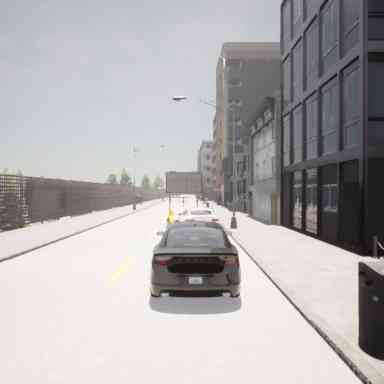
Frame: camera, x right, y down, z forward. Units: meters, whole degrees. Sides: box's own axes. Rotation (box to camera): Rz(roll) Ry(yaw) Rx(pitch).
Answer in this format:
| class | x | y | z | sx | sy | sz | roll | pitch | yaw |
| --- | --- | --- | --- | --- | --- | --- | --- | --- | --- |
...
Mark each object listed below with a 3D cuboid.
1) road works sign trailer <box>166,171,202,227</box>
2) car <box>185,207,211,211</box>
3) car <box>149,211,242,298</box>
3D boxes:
| class | x | y | z | sx | sy | sz | roll | pitch | yaw |
| --- | --- | --- | --- | --- | --- | --- | --- | --- | --- |
| road works sign trailer | -0.569 | 0.464 | 21.460 | 2.380 | 3.560 | 2.880 | 0 | 0 | -16 |
| car | 0.289 | 1.542 | 17.953 | 1.812 | 1.442 | 4.674 | 0 | -1 | -7 |
| car | 0.066 | 1.478 | 8.596 | 1.882 | 1.535 | 5.008 | 0 | 0 | 0 |
